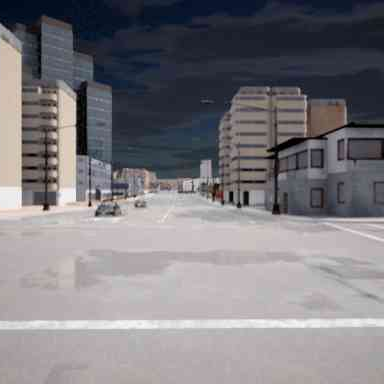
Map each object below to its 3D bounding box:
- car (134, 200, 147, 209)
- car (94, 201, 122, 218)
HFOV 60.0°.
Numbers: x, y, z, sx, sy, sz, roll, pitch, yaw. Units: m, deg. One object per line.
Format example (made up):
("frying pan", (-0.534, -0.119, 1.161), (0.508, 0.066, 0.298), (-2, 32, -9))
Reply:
("car", (-8.927, 2.078, 57.770), (2.128, 1.511, 4.902), (0, -1, -2))
("car", (-7.908, 1.634, 31.752), (1.812, 1.442, 4.674), (0, -1, -2))
